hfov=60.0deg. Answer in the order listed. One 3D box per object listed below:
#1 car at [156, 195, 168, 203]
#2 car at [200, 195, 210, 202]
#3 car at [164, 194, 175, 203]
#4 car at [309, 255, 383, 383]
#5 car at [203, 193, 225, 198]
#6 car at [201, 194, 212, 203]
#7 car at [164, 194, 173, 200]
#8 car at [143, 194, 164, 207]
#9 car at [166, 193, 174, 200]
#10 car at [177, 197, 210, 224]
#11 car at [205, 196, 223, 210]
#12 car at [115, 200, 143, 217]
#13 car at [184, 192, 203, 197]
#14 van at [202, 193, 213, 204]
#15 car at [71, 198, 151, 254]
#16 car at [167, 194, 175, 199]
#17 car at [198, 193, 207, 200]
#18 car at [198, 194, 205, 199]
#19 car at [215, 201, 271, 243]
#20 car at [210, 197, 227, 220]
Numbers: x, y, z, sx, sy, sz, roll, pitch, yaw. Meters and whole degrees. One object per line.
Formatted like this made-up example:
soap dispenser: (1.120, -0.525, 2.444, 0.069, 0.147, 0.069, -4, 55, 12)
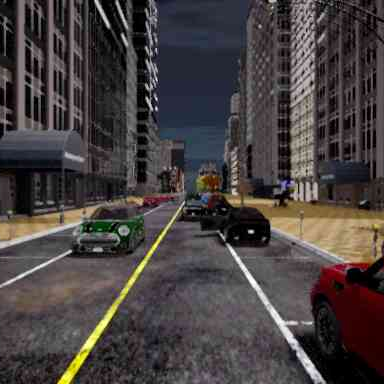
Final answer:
car: (-5.679, 1.308, 63.701, 1.887, 1.381, 4.507, 0, 0, 0)
car: (2.702, 1.267, 69.409, 1.752, 1.417, 4.829, 0, 0, 0)
car: (-2.993, 1.006, 54.046, 1.994, 1.385, 4.181, 0, 0, 0)
car: (2.696, 1.304, 2.768, 2.192, 1.841, 5.009, 0, 0, 0)
car: (2.700, 1.182, 36.003, 2.192, 1.841, 5.009, 0, 0, 0)
car: (2.702, 1.203, 63.700, 1.967, 1.590, 4.097, 0, 0, 0)
car: (-5.677, 1.245, 80.318, 1.887, 1.381, 4.507, 0, 0, 0)
car: (-5.680, 1.141, 47.082, 2.192, 1.841, 5.009, 0, 0, 0)
car: (-5.676, 1.120, 85.857, 1.967, 1.590, 4.097, 0, 0, 0)
car: (0.102, 1.391, 26.792, 2.128, 1.511, 4.902, 0, 0, 0)
car: (2.699, 1.286, 41.543, 1.967, 1.590, 4.097, 0, 0, 0)
car: (-5.682, 1.470, 30.465, 1.802, 1.307, 4.206, 0, 0, 0)
car: (0.104, 1.055, 45.449, 2.150, 2.045, 5.566, 0, 1, 0)
van: (2.702, 1.125, 58.160, 1.690, 1.788, 3.998, 0, 0, 0)
car: (-3.098, 1.303, 13.207, 2.097, 1.767, 4.553, 0, 0, 0)
car: (-5.676, 1.209, 91.397, 2.008, 1.369, 4.403, 0, 0, 0)
car: (2.704, 1.119, 85.857, 1.967, 1.590, 4.097, 0, 0, 0)
car: (2.705, 1.183, 91.565, 1.752, 1.417, 4.829, 0, 0, 0)
car: (2.364, 1.420, 15.789, 1.882, 1.535, 5.008, 0, 0, 0)
car: (2.698, 1.454, 30.465, 1.947, 1.339, 4.313, 0, 0, 0)
